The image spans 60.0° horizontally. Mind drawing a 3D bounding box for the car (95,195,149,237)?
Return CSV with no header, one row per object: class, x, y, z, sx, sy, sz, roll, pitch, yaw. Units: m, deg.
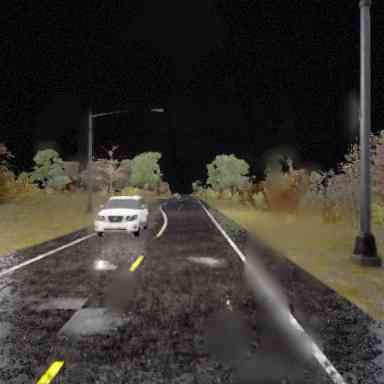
car,-3.671,1.225,18.373,2.150,2.045,5.566,0,0,-1
